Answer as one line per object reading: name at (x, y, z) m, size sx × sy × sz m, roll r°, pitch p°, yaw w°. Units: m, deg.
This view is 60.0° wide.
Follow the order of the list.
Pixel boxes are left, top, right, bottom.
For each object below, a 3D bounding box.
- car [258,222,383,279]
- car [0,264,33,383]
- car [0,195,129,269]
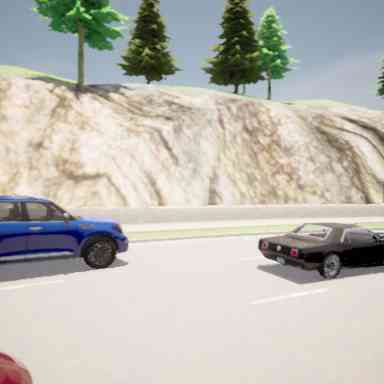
car at (4.384, 1.544, 9.711) m, size 4.718 × 1.301 × 1.895 m, roll 0°, pitch 1°, yaw -24°
car at (-3.147, 1.489, 1.301) m, size 4.674 × 1.442 × 1.812 m, roll 0°, pitch 0°, yaw -38°
car at (-4.559, 1.108, 9.107) m, size 5.566 × 2.045 × 2.150 m, roll 0°, pitch 0°, yaw -33°
